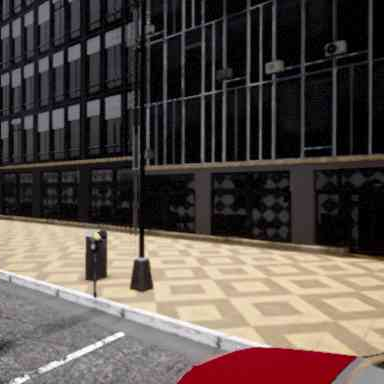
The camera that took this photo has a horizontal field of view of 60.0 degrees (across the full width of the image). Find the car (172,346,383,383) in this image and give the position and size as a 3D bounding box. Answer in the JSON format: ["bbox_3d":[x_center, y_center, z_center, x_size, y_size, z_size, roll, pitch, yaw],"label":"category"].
[{"bbox_3d":[1.645,1.583,1.698,4.206,1.307,1.802,0,0,35],"label":"car"}]
